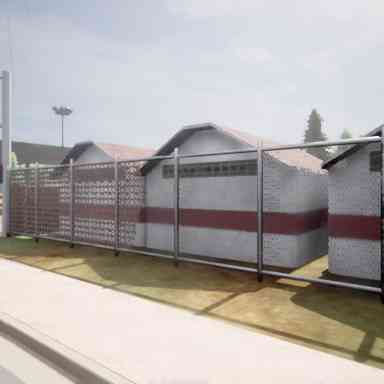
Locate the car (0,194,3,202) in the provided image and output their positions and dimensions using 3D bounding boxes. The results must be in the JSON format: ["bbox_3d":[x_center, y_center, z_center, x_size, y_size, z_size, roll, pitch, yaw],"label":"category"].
[{"bbox_3d":[-22.535,1.222,39.964,2.150,2.045,5.566,0,0,37],"label":"car"}]
